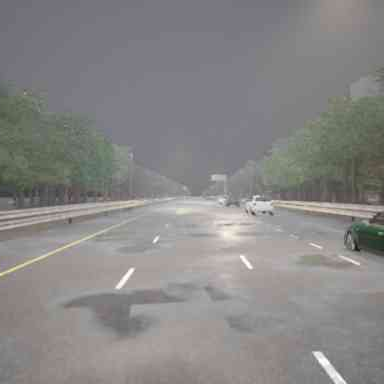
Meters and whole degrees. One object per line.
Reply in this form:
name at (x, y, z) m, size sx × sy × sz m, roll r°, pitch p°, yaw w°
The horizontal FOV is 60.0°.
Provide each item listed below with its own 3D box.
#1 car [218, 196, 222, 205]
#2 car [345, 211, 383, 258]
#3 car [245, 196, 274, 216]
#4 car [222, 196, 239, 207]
car at (7.341, 1.887, 77.063) m, size 2.150 × 2.045 × 5.566 m, roll 0°, pitch -1°, yaw 1°
car at (7.010, 1.378, 11.143) m, size 2.097 × 1.767 × 4.553 m, roll 0°, pitch 0°, yaw 0°
car at (7.075, 1.419, 35.274) m, size 2.150 × 2.045 × 5.566 m, roll 0°, pitch -1°, yaw 0°
car at (7.208, 1.686, 59.927) m, size 2.150 × 2.045 × 5.566 m, roll 0°, pitch -1°, yaw 0°
